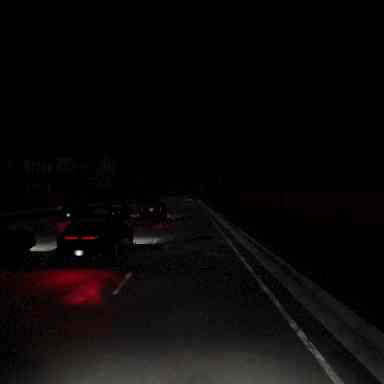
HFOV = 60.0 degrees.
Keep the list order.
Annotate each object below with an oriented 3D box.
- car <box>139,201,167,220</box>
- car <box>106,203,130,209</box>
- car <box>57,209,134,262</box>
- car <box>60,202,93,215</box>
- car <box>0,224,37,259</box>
[{"bbox_3d":[-3.407,1.556,30.047,2.097,1.767,4.553,0,0,0],"label":"car"},{"bbox_3d":[-6.917,1.738,31.328,1.812,1.442,4.674,0,0,0],"label":"car"},{"bbox_3d":[-3.406,1.590,12.447,1.837,1.490,4.892,0,0,0],"label":"car"},{"bbox_3d":[-10.406,1.710,30.390,1.837,1.490,4.892,0,0,0],"label":"car"},{"bbox_3d":[-6.906,1.618,10.379,2.033,1.411,5.357,0,0,0],"label":"car"}]
